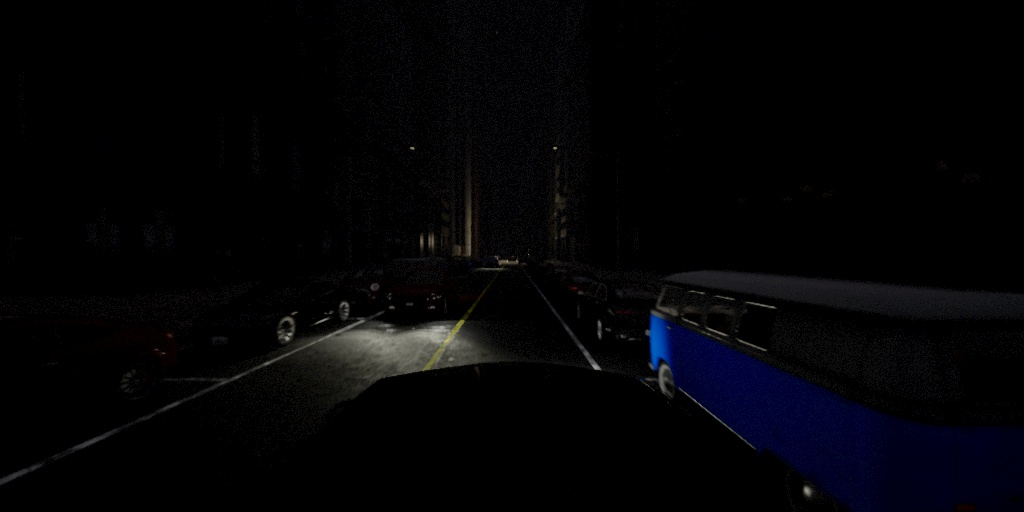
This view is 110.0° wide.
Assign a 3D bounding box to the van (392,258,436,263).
[{"bbox_3d":[-5.762,1.016,20.520,1.690,1.789,3.998,0,0,0],"label":"van"}]

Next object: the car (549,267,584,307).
[{"bbox_3d":[2.763,1.279,14.899,1.802,1.307,4.207,0,0,0],"label":"car"}]

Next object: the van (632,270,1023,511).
[{"bbox_3d":[2.762,1.083,3.626,1.690,1.789,3.998,0,0,0],"label":"van"}]

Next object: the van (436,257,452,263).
[{"bbox_3d":[-5.762,0.995,26.156,1.690,1.789,3.998,0,0,0],"label":"van"}]

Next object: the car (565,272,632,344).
[{"bbox_3d":[2.763,1.270,9.263,2.007,1.370,4.403,0,0,0],"label":"car"}]

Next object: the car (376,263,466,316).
[{"bbox_3d":[-3.100,1.180,13.357,1.882,1.535,5.008,0,0,0],"label":"car"}]

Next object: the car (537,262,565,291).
[{"bbox_3d":[2.763,1.227,20.535,2.007,1.370,4.403,0,0,0],"label":"car"}]

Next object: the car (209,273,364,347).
[{"bbox_3d":[-5.763,1.284,9.247,1.948,1.339,4.313,0,0,0],"label":"car"}]

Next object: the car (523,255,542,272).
[{"bbox_3d":[2.764,0.911,43.079,2.192,1.841,5.009,0,0,0],"label":"car"}]

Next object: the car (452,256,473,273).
[{"bbox_3d":[-5.761,0.929,37.428,2.192,1.841,5.009,0,0,0],"label":"car"}]

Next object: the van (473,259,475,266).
[{"bbox_3d":[-5.761,0.936,43.064,1.690,1.789,3.998,0,0,0],"label":"van"}]

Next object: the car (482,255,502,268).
[{"bbox_3d":[-3.056,1.033,55.535,1.882,1.535,5.008,0,0,0],"label":"car"}]

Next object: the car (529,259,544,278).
[{"bbox_3d":[2.764,1.180,31.807,1.888,1.381,4.507,0,0,0],"label":"car"}]

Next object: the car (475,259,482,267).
[{"bbox_3d":[-5.760,1.087,59.975,1.888,1.381,4.507,0,0,0],"label":"car"}]

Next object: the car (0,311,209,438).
[{"bbox_3d":[-5.763,1.324,3.610,1.802,1.307,4.207,0,0,0],"label":"car"}]

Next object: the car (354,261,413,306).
[{"bbox_3d":[-5.762,1.136,14.883,1.967,1.591,4.097,0,0,0],"label":"car"}]
